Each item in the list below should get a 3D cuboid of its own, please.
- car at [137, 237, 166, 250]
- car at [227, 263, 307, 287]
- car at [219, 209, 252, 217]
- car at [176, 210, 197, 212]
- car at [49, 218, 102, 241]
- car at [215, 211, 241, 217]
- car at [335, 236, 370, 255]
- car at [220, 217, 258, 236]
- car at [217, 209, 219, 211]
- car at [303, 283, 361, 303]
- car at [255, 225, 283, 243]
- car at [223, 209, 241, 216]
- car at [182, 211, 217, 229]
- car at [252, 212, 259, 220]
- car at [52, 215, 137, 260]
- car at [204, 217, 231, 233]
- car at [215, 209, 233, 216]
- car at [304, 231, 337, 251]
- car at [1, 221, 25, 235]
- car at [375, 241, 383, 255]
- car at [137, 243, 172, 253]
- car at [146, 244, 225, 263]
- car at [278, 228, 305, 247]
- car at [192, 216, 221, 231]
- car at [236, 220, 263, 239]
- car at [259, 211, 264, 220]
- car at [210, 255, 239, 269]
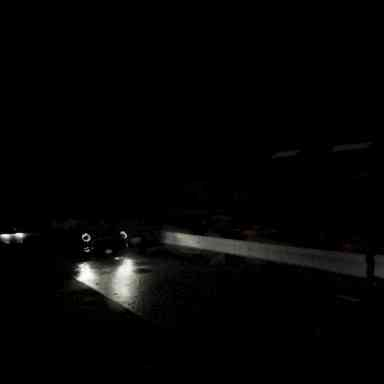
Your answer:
[{"bbox_3d":[-3.383,4.444,25.326,2.435,2.045,5.566,0,1,35],"label":"car"},{"bbox_3d":[3.635,4.488,15.475,2.435,2.045,5.566,0,1,35],"label":"car"},{"bbox_3d":[9.076,5.170,70.545,5.566,2.045,2.435,2,-1,34],"label":"car"},{"bbox_3d":[-2.060,5.367,84.912,4.892,1.521,2.231,0,-2,34],"label":"car"},{"bbox_3d":[-13.918,4.380,40.047,2.435,2.045,5.566,0,1,35],"label":"car"},{"bbox_3d":[6.751,5.323,68.675,5.366,1.575,1.946,2,-1,34],"label":"car"},{"bbox_3d":[14.557,4.682,29.599,1.946,1.575,5.366,0,0,35],"label":"car"},{"bbox_3d":[5.904,4.504,41.522,2.185,1.767,4.553,1,0,35],"label":"car"},{"bbox_3d":[6.183,5.682,90.902,4.792,1.488,2.163,0,-2,34],"label":"car"},{"bbox_3d":[5.470,4.744,13.146,1.946,1.575,5.366,0,1,35],"label":"car"},{"bbox_3d":[9.311,4.652,36.681,2.231,1.521,4.892,1,0,35],"label":"car"},{"bbox_3d":[11.320,5.705,94.655,4.553,1.767,2.185,0,-1,34],"label":"car"},{"bbox_3d":[0.748,4.346,48.757,2.435,2.045,5.566,0,0,35],"label":"car"},{"bbox_3d":[11.480,5.553,72.325,4.674,1.452,2.002,2,0,34],"label":"car"},{"bbox_3d":[-4.563,1.901,14.951,2.097,1.767,4.553,0,-4,-35],"label":"car"},{"bbox_3d":[4.171,4.620,43.911,2.231,1.521,4.892,1,0,35],"label":"car"},{"bbox_3d":[8.871,5.622,92.939,4.553,1.767,2.185,0,-2,34],"label":"car"},{"bbox_3d":[12.737,4.672,31.858,2.097,1.535,5.008,1,0,35],"label":"car"},{"bbox_3d":[-19.763,3.874,36.585,1.994,1.385,4.181,0,-4,-35],"label":"car"},{"bbox_3d":[16.177,4.693,27.028,2.097,1.535,5.008,0,0,34],"label":"car"},{"bbox_3d":[-1.625,4.736,22.867,2.163,1.488,4.792,0,1,35],"label":"car"},{"bbox_3d":[0.089,4.467,20.351,2.435,2.045,5.566,0,1,34],"label":"car"},{"bbox_3d":[11.039,4.691,34.291,2.163,1.488,4.792,0,0,35],"label":"car"},{"bbox_3d":[2.452,4.648,46.318,2.002,1.452,4.674,0,0,35],"label":"car"},{"bbox_3d":[7.500,4.635,38.930,1.946,1.575,5.366,1,0,35],"label":"car"},{"bbox_3d":[13.930,5.600,74.099,5.008,1.535,2.097,2,0,34],"label":"car"},{"bbox_3d":[1.879,4.729,17.917,2.231,1.521,4.892,0,1,35],"label":"car"}]
